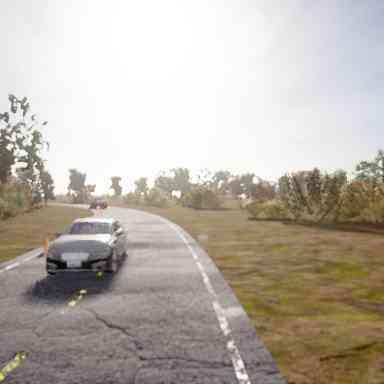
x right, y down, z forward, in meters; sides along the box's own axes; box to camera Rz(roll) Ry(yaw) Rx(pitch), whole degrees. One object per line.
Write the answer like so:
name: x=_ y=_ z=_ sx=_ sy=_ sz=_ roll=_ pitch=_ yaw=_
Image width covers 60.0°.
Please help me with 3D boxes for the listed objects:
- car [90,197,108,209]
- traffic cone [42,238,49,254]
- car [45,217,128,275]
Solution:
car: x=-16.982 y=1.986 z=60.279 sx=2.150 sy=2.045 sz=5.566 roll=1 pitch=-1 yaw=-29
traffic cone: x=-5.668 y=2.110 z=13.023 sx=0.340 sy=0.580 sz=0.340 roll=0 pitch=-1 yaw=-6
car: x=-3.253 y=1.623 z=11.036 sx=2.128 sy=1.511 sz=4.902 roll=0 pitch=-1 yaw=-5
